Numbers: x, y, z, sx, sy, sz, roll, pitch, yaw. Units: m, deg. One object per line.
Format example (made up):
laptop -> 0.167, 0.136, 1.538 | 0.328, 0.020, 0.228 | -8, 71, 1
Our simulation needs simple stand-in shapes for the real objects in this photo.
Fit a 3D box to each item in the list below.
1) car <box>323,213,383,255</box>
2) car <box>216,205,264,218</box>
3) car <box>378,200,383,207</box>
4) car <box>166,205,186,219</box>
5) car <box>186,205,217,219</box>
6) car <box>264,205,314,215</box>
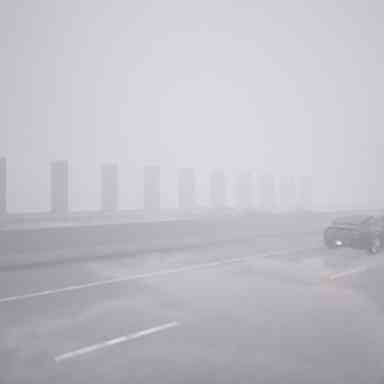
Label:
car -> 7.486, 1.662, 14.065 | 4.892, 1.490, 1.837 | 0, -1, -37
car -> 4.813, 1.983, 29.743 | 4.718, 1.301, 1.895 | 0, -1, -37
car -> 38.139, 2.187, 64.646 | 5.357, 1.411, 2.033 | 0, -1, -38
car -> 0.013, 2.024, 34.845 | 5.357, 1.411, 2.033 | 0, -1, -33
car -> 2.439, 1.977, 32.317 | 5.357, 1.411, 2.033 | 0, -1, -33
car -> 8.651, 1.871, 28.519 | 4.674, 1.442, 1.812 | 0, -1, -37
